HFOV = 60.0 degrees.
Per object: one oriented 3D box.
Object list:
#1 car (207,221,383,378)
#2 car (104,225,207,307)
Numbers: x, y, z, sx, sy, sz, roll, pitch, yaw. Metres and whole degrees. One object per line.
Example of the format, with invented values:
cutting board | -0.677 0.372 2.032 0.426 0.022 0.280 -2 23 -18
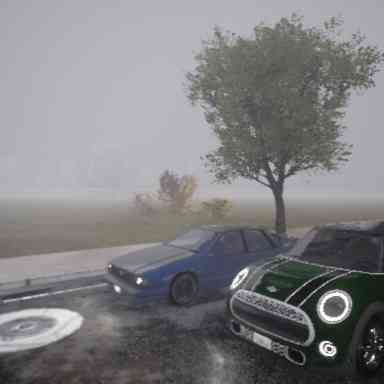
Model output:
car | 2.740 1.339 5.638 4.553 1.767 2.097 0 0 -35
car | 0.686 1.535 8.165 5.357 1.411 2.033 0 0 -35
